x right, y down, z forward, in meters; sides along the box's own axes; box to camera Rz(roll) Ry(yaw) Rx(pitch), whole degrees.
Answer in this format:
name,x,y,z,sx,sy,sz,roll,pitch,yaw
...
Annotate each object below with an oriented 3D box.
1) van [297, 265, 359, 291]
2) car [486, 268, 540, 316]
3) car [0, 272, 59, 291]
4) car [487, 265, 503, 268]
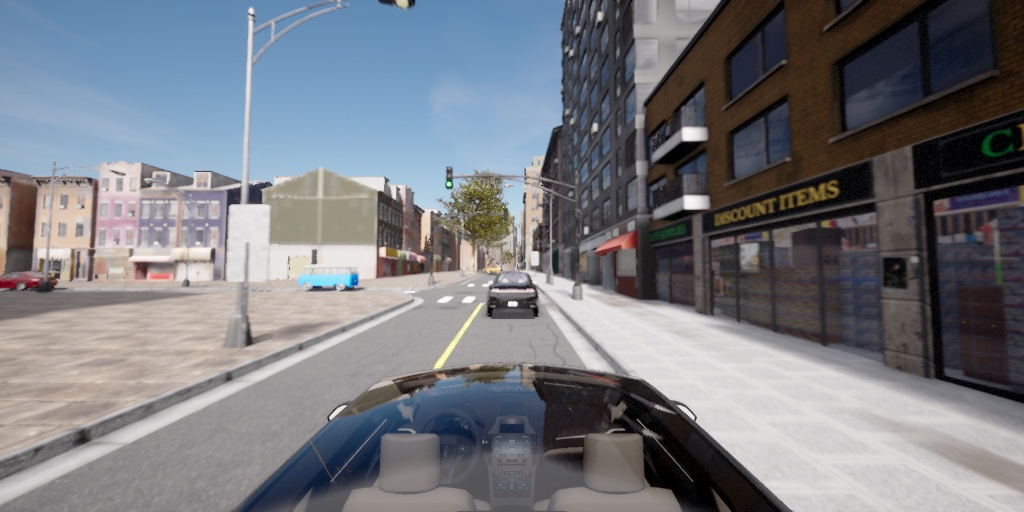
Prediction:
name,x,y,z,sx,sy,sz,roll,pitch,yaw
van,-12.925,1.549,25.305,3.998,1.789,1.690,0,0,0
car,0.046,1.382,14.060,2.128,1.511,4.902,0,-1,1
car,-34.792,1.802,25.348,4.207,1.307,1.802,0,0,0
car,-2.822,2.152,55.956,1.882,1.535,5.008,0,-1,0
